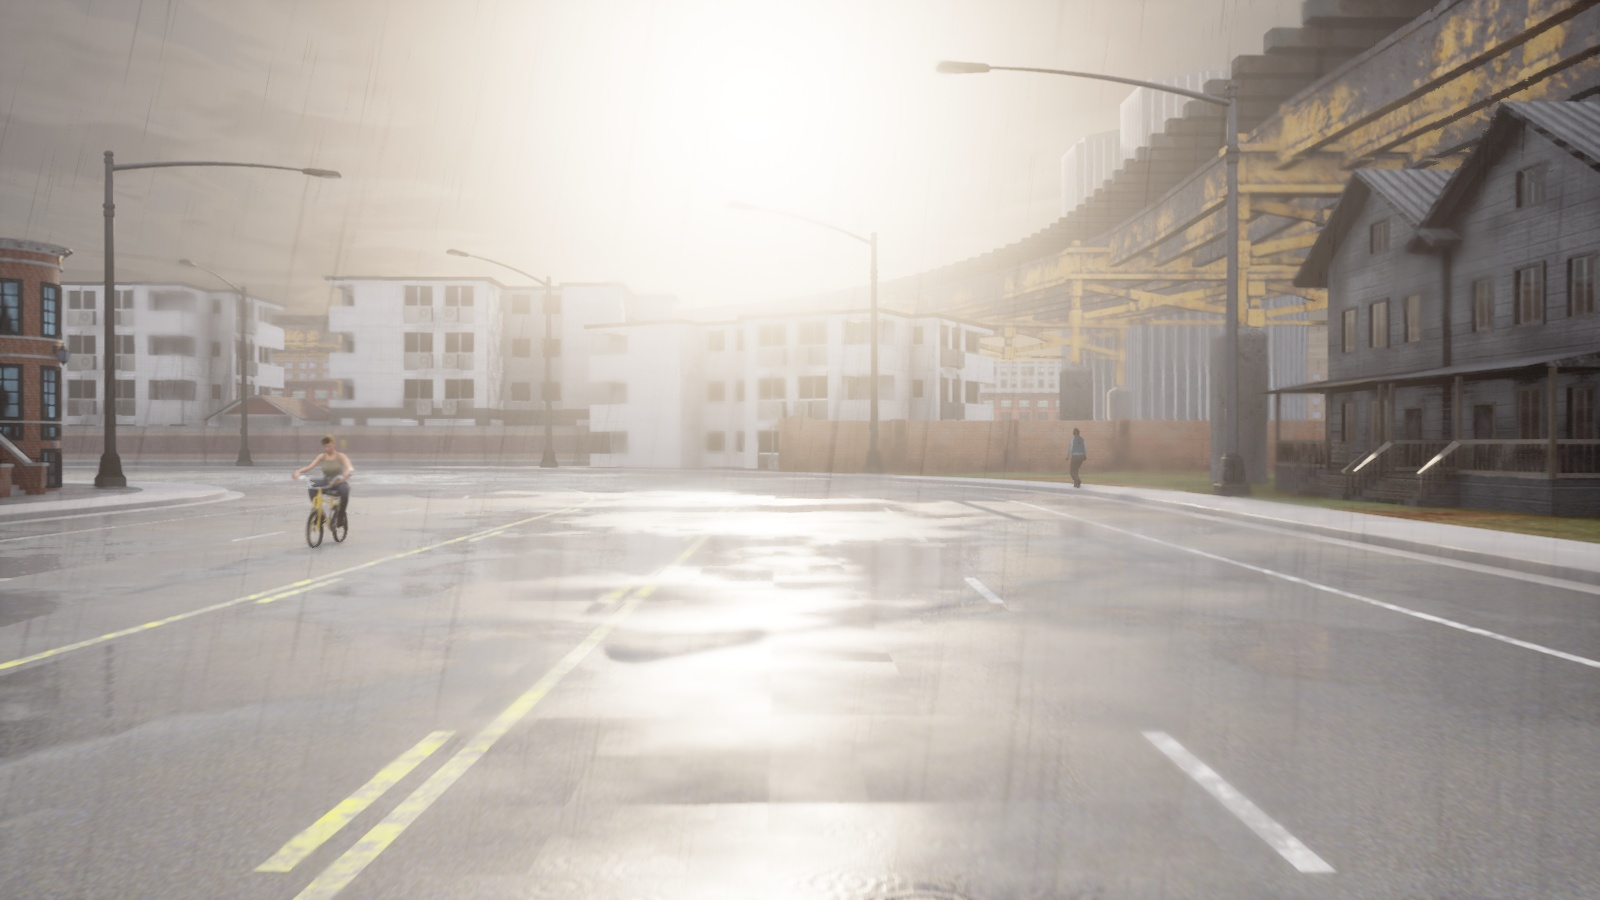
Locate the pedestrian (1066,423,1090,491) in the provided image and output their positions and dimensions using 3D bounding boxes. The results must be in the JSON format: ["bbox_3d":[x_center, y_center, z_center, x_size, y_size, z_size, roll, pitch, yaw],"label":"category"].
[{"bbox_3d":[8.017,0.204,36.247,0.396,1.930,0.692,0,0,-16],"label":"pedestrian"}]

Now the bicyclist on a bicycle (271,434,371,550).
[{"bbox_3d":[-6.881,0.575,18.124,0.866,1.612,1.509,0,0,0],"label":"bicyclist on a bicycle"}]
